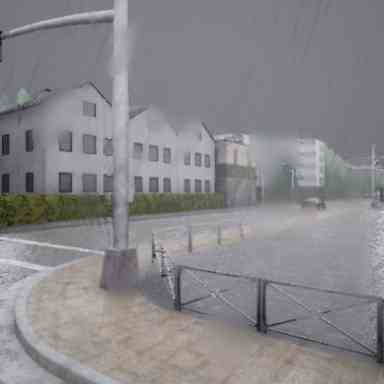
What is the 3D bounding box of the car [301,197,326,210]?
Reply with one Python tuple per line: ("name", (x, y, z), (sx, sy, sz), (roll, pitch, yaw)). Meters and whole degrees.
("car", (14.044, 1.335, 38.543), (1.812, 1.442, 4.674), (0, 0, 36))
